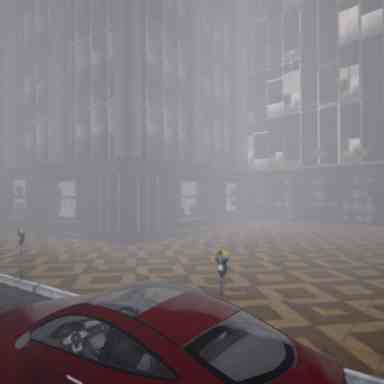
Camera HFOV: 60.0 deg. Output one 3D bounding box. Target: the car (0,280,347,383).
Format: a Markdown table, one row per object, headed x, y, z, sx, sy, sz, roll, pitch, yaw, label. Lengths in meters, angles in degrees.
| x | y | z | sx | sy | sz | roll | pitch | yaw | label |
| --- | --- | --- | --- | --- | --- | --- | --- | --- | --- |
| -0.651 | 1.604 | 3.339 | 4.206 | 1.307 | 1.802 | -1 | 0 | 36 | car |
